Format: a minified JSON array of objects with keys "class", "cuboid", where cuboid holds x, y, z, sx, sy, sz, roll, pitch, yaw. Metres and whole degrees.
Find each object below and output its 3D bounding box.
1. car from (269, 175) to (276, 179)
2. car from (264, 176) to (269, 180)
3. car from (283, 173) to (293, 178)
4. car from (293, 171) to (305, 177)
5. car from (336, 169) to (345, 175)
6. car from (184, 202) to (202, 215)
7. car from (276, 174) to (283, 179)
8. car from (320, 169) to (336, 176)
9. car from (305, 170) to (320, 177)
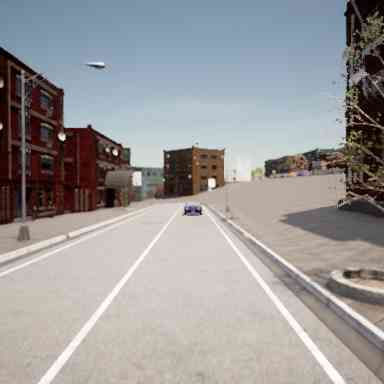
[{"class":"car","cuboid":[21.891,-3.709,84.240,2.231,1.521,4.892,0,1,-1]},{"class":"car","cuboid":[21.764,-3.770,89.758,2.231,1.521,4.892,0,0,-1]},{"class":"car","cuboid":[22.472,-3.546,73.161,2.097,1.535,5.008,0,1,-4]},{"class":"car","cuboid":[22.939,-3.587,67.655,2.185,1.767,4.553,0,1,-5]},{"class":"car","cuboid":[25.060,-3.206,51.128,2.231,1.521,4.892,0,1,-9]},{"class":"car","cuboid":[0.113,1.702,35.771,1.895,1.301,4.718,0,0,0]},{"class":"car","cuboid":[22.122,-3.590,78.698,2.002,1.452,4.674,0,1,-2]},{"class":"car","cuboid":[24.257,-3.251,56.489,2.002,1.452,4.674,0,1,-7]},{"class":"car","cuboid":[23.557,-3.345,61.963,2.163,1.488,4.792,0,1,-6]}]
